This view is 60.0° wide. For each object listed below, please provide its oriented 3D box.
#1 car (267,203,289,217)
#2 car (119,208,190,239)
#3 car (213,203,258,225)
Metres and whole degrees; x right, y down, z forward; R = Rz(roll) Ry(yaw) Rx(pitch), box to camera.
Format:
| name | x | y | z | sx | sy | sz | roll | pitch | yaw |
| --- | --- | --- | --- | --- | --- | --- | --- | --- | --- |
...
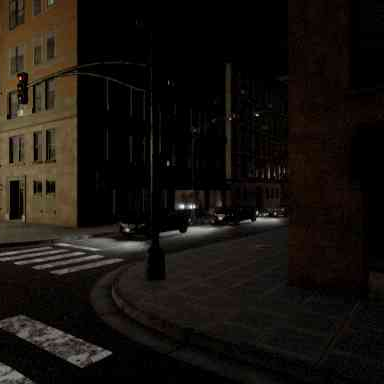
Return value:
| name | x | y | z | sx | sy | sz | roll | pitch | yaw |
| --- | --- | --- | --- | --- | --- | --- | --- | --- | --- |
| car | 9.356 | 1.791 | 34.011 | 1.895 | 1.301 | 4.718 | 0 | 0 | 36 |
| car | -1.878 | 1.610 | 18.276 | 1.812 | 1.442 | 4.674 | 0 | 0 | 34 |
| car | 3.453 | 1.627 | 25.748 | 2.128 | 1.511 | 4.902 | 0 | 0 | 35 |
